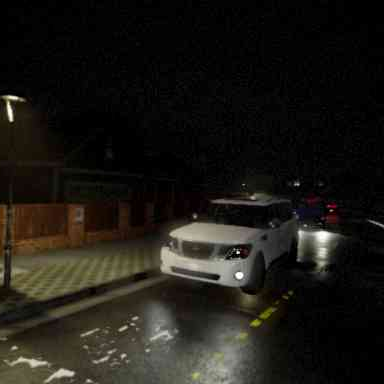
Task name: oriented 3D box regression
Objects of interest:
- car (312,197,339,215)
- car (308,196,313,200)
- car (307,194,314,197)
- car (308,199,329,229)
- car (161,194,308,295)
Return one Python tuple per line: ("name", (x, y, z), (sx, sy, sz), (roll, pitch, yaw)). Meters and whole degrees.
("car", (15.001, 1.660, 37.019), (1.837, 1.490, 4.892), (2, 1, 11))
("car", (12.842, 1.537, 40.318), (2.128, 1.511, 4.902), (2, 1, 8))
("car", (16.216, 1.287, 48.387), (2.150, 2.045, 5.566), (2, 1, 2))
("car", (8.097, 1.535, 22.855), (1.882, 1.535, 5.008), (2, 1, 20))
("car", (1.424, 1.169, 9.198), (2.150, 2.045, 5.566), (3, 1, 30))
